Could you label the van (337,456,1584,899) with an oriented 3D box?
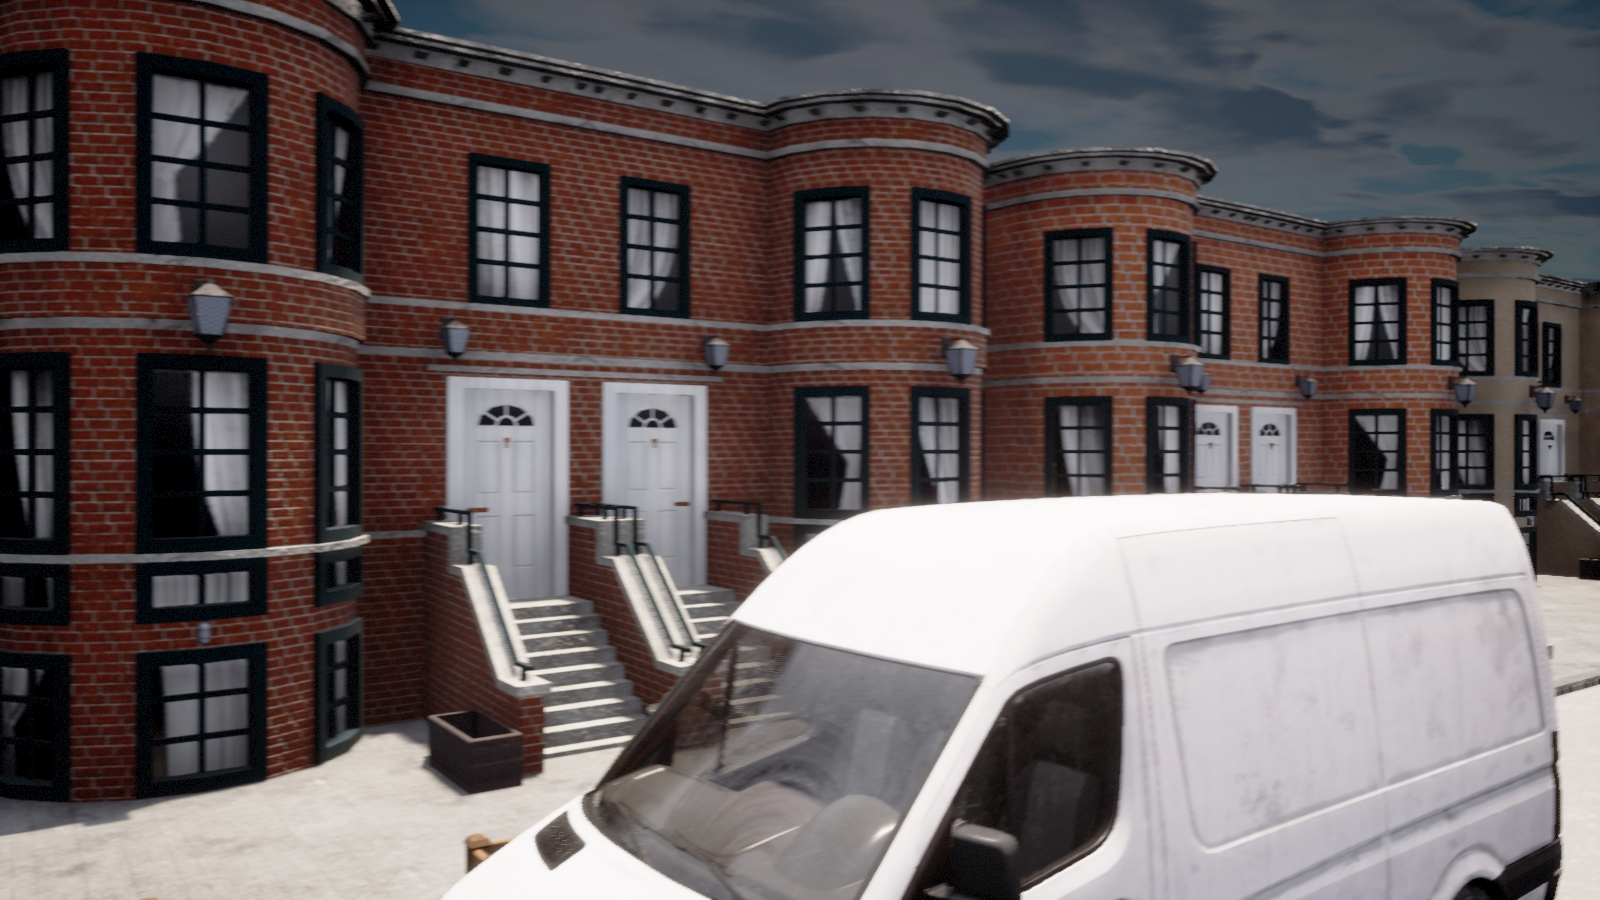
[{"bbox_3d":[1.221,1.317,5.256,5.915,2.561,1.988,0,0,-35],"label":"van"}]
